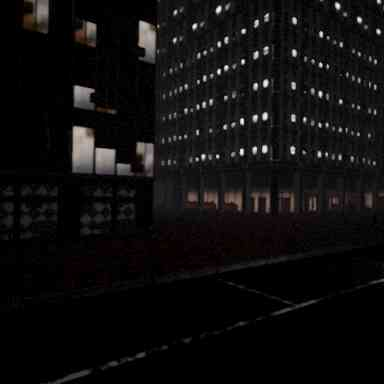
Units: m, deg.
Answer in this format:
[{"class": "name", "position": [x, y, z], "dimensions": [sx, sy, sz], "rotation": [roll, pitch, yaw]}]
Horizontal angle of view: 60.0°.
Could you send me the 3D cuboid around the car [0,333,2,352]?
[{"class": "car", "position": [-4.383, 1.433, 3.413], "dimensions": [4.097, 1.590, 1.967], "rotation": [0, 1, -36]}]
